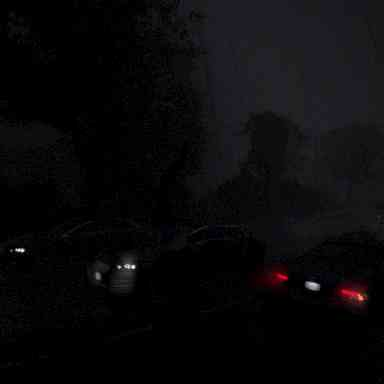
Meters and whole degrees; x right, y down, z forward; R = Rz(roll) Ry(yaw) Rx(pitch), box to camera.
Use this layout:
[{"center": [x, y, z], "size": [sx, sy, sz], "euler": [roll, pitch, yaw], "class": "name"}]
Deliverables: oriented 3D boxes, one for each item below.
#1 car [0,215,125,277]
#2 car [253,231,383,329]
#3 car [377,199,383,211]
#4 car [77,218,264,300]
[{"center": [-3.280, 1.516, 10.494], "size": [4.902, 1.511, 2.128], "euler": [0, 0, -38], "class": "car"}, {"center": [3.871, 1.558, 6.931], "size": [5.357, 1.411, 2.033], "euler": [0, 0, -39], "class": "car"}, {"center": [24.323, 1.580, 41.640], "size": [2.033, 1.411, 5.357], "euler": [0, 0, 31], "class": "car"}, {"center": [-0.078, 1.509, 8.561], "size": [4.902, 1.511, 2.128], "euler": [0, 0, -39], "class": "car"}]
